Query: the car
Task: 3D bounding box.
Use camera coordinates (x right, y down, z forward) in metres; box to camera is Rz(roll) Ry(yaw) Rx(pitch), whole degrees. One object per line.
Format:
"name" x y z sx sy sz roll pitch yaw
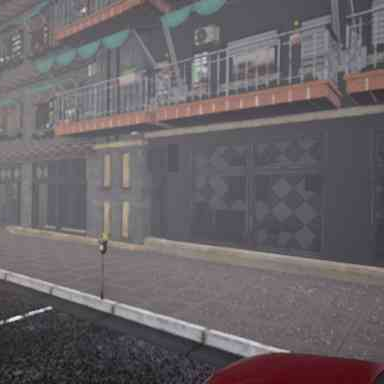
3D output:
"car" 1.820 1.584 1.565 4.206 1.307 1.802 0 1 36
